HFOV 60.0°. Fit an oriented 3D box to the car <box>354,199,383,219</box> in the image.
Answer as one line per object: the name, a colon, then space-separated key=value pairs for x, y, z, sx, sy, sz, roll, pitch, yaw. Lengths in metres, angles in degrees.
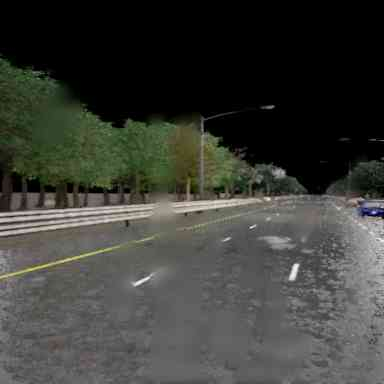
car: x=17.409 y=1.759 z=32.522 sx=1.882 sy=1.535 sz=5.008 roll=1 pitch=0 yaw=21

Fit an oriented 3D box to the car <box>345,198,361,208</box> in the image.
car: x=26.350 y=1.938 z=54.741 sx=1.812 sy=1.442 sz=4.674 roll=0 pitch=0 yaw=26
